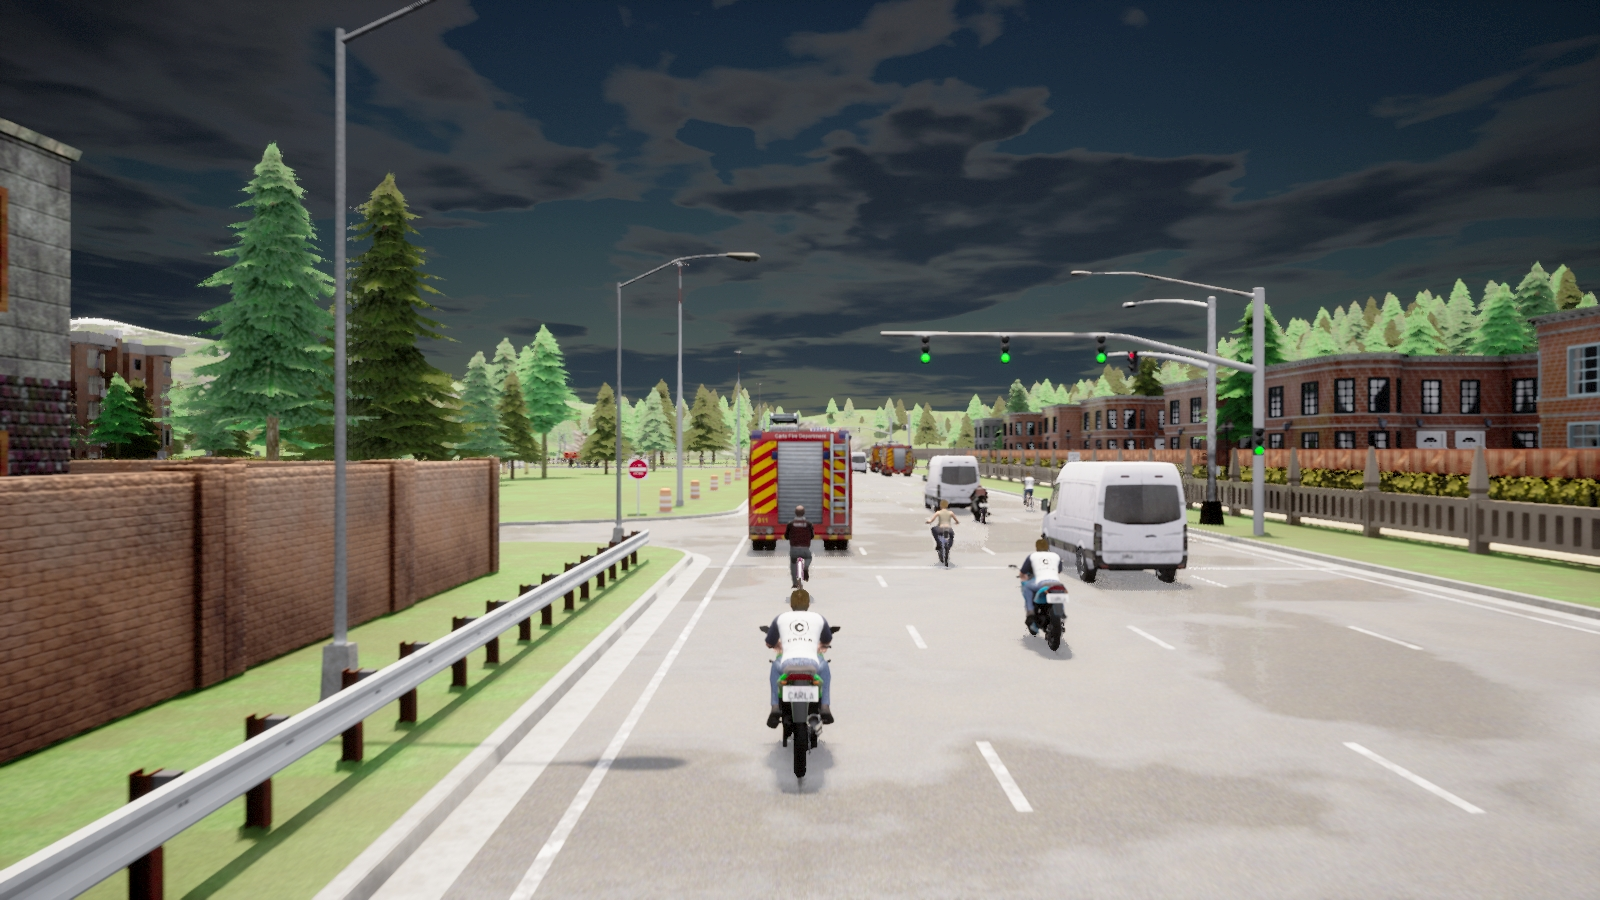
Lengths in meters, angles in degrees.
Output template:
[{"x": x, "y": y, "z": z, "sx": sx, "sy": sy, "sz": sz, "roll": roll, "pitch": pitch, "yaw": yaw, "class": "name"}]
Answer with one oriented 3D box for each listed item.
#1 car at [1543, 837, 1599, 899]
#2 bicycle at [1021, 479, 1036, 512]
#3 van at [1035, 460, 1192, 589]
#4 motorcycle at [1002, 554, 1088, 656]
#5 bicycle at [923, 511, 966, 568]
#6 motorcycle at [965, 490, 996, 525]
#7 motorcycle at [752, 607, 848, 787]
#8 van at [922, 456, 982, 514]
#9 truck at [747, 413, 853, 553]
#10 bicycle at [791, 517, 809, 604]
[{"x": 3.509, "y": 2.067, "z": 1.864, "sx": 1.816, "sy": 1.474, "sz": 4.193, "roll": 0, "pitch": 0, "yaw": -1, "class": "car"}, {"x": 10.490, "y": 2.073, "z": 52.528, "sx": 0.373, "sy": 1.496, "sz": 1.643, "roll": 0, "pitch": 0, "yaw": 0, "class": "bicycle"}, {"x": 6.996, "y": 1.543, "z": 26.233, "sx": 1.988, "sy": 2.561, "sz": 5.915, "roll": 0, "pitch": 0, "yaw": 0, "class": "van"}, {"x": 3.500, "y": 2.191, "z": 16.488, "sx": 0.803, "sy": 1.199, "sz": 2.033, "roll": 0, "pitch": 0, "yaw": 0, "class": "motorcycle"}, {"x": 3.500, "y": 2.167, "z": 27.857, "sx": 0.859, "sy": 1.277, "sz": 1.487, "roll": 0, "pitch": 0, "yaw": 0, "class": "bicycle"}, {"x": 7.000, "y": 2.220, "z": 44.407, "sx": 0.867, "sy": 1.251, "sz": 2.209, "roll": 0, "pitch": 0, "yaw": 0, "class": "motorcycle"}, {"x": 0.000, "y": 2.191, "z": 10.495, "sx": 0.803, "sy": 1.199, "sz": 2.033, "roll": 0, "pitch": 1, "yaw": 0, "class": "motorcycle"}, {"x": 6.996, "y": 1.552, "z": 53.122, "sx": 1.988, "sy": 2.561, "sz": 5.915, "roll": 0, "pitch": 0, "yaw": 0, "class": "van"}, {"x": -0.004, "y": 0.902, "z": 35.518, "sx": 2.891, "sy": 3.827, "sz": 8.468, "roll": 0, "pitch": 0, "yaw": 0, "class": "truck"}, {"x": -0.006, "y": 2.068, "z": 21.689, "sx": 0.329, "sy": 1.471, "sz": 1.835, "roll": 0, "pitch": 0, "yaw": 0, "class": "bicycle"}]
